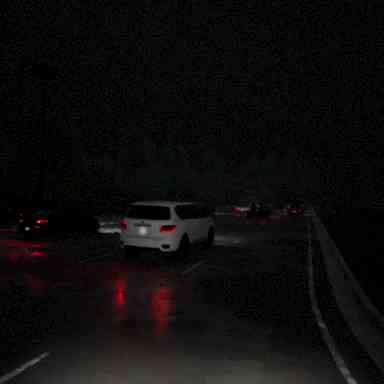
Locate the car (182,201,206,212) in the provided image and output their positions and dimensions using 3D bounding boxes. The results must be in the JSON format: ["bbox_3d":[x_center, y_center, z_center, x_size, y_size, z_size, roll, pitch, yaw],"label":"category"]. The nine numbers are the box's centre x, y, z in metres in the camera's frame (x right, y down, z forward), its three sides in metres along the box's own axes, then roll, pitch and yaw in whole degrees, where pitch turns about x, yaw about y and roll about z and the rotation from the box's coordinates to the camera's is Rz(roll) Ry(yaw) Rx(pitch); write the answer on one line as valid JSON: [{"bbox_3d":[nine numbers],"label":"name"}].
[{"bbox_3d":[0.332,2.057,48.424,1.882,1.535,5.008,2,-1,19],"label":"car"}]

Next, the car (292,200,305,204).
[{"bbox_3d":[17.857,2.433,56.463,2.150,2.045,5.566,2,-1,19],"label":"car"}]

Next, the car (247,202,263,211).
[{"bbox_3d":[11.089,2.504,58.402,1.882,1.535,5.008,2,-1,19],"label":"car"}]

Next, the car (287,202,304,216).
[{"bbox_3d":[14.026,2.526,45.223,1.994,1.385,4.181,2,-1,20],"label":"car"}]

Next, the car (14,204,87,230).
[{"bbox_3d":[-8.989,1.541,21.531,1.994,1.385,4.181,2,-1,19],"label":"car"}]

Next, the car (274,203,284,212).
[{"bbox_3d":[15.231,2.656,59.363,2.128,1.511,4.902,2,-1,19],"label":"car"}]

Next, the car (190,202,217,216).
[{"bbox_3d":[1.540,2.009,41.222,1.882,1.535,5.008,2,-1,19],"label":"car"}]

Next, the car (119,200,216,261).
[{"bbox_3d":[-0.731,1.357,13.277,2.150,2.045,5.566,2,-1,19],"label":"car"}]

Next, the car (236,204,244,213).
[{"bbox_3d":[7.821,2.417,48.979,1.895,1.301,4.718,2,-1,19],"label":"car"}]

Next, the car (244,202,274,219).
[{"bbox_3d":[7.609,2.025,37.355,2.097,1.767,4.553,2,-1,19],"label":"car"}]

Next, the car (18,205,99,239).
[{"bbox_3d":[-6.746,1.523,17.315,1.812,1.442,4.674,2,-1,19],"label":"car"}]
